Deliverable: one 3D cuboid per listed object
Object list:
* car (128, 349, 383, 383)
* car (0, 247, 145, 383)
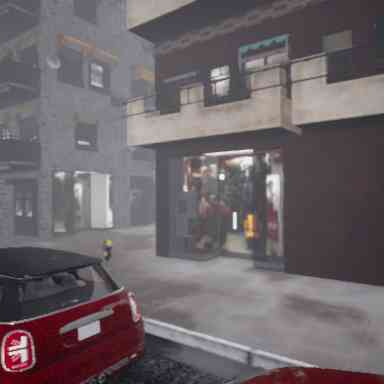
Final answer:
[{"bbox_3d":[1.898,1.572,1.364,4.206,1.307,1.802,-1,0,36],"label":"car"},{"bbox_3d":[-2.656,1.497,4.616,4.097,1.590,1.967,-1,0,36],"label":"car"}]
